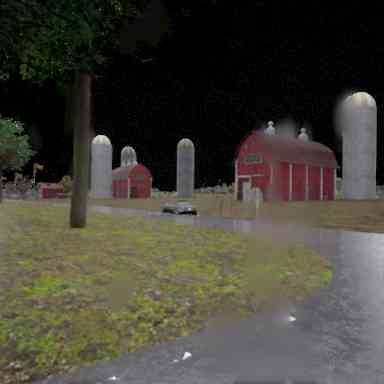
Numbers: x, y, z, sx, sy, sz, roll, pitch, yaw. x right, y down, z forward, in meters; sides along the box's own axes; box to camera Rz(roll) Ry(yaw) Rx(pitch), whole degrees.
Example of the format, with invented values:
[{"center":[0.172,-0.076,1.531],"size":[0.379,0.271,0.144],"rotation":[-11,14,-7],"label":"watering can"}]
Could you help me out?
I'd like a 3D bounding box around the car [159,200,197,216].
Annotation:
[{"center":[-1.357,1.455,30.786],"size":[1.994,1.385,4.181],"rotation":[1,-1,-35],"label":"car"}]
